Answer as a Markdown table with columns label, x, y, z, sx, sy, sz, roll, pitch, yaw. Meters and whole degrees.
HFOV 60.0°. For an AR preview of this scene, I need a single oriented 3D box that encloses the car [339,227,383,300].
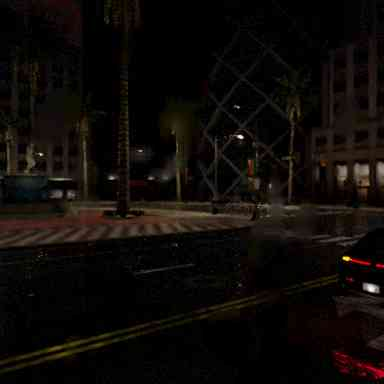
| label | x | y | z | sx | sy | sz | roll | pitch | yaw |
| --- | --- | --- | --- | --- | --- | --- | --- | --- | --- |
| car | 5.275 | 1.514 | 7.531 | 4.892 | 1.490 | 1.837 | 0 | 0 | -35 |

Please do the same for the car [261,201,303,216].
| label | x | y | z | sx | sy | sz | roll | pitch | yaw |
| --- | --- | --- | --- | --- | --- | --- | --- | --- | --- |
| car | 8.754 | 1.609 | 32.805 | 1.812 | 1.442 | 4.674 | 0 | 1 | -30 |
